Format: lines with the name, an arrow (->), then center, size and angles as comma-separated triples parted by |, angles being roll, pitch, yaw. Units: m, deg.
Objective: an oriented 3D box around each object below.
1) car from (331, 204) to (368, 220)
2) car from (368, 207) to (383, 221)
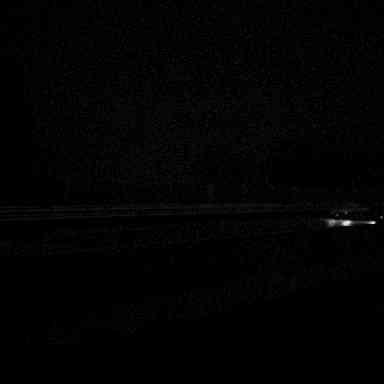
car -> 15.361, 1.884, 32.159 | 4.674, 1.442, 1.812 | 1, -1, -35
car -> 18.056, 1.895, 29.784 | 4.674, 1.442, 1.812 | 1, -1, -35
